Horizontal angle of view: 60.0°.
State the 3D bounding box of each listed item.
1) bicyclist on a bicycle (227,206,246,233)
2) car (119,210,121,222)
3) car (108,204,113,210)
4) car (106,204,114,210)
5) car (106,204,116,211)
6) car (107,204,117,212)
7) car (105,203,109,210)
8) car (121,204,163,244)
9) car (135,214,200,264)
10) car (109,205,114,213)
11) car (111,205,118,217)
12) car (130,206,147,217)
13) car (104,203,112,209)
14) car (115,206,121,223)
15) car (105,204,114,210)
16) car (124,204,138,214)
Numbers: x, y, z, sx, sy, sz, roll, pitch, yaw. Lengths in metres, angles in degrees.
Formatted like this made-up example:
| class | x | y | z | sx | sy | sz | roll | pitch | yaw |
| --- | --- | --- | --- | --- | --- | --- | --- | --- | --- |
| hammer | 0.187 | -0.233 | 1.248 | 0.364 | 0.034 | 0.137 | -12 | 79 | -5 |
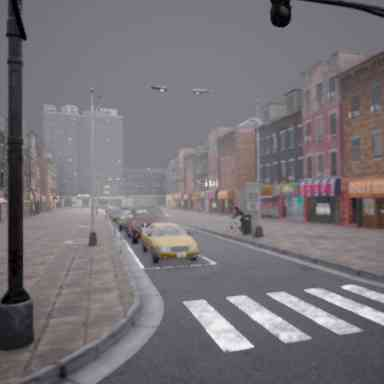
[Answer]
| class | x | y | z | sx | sy | sz | roll | pitch | yaw |
| --- | --- | --- | --- | --- | --- | --- | --- | --- | --- |
| bicyclist on a bicycle | 2.874 | 1.696 | 20.339 | 1.656 | 1.620 | 0.582 | -1 | -1 | -16 |
| car | -4.019 | 2.146 | 23.967 | 1.802 | 1.307 | 4.206 | -1 | -1 | -16 |
| car | -9.962 | 2.645 | 44.944 | 2.008 | 1.369 | 4.403 | -1 | -1 | -16 |
| car | -18.874 | 3.473 | 76.408 | 1.802 | 1.307 | 4.206 | -1 | -1 | -16 |
| car | -17.389 | 3.324 | 71.165 | 1.947 | 1.339 | 4.313 | -1 | -1 | -16 |
| car | -15.858 | 3.147 | 65.758 | 1.752 | 1.417 | 4.829 | -1 | -1 | -16 |
| car | -14.418 | 3.044 | 60.677 | 2.008 | 1.369 | 4.403 | -1 | -1 | -16 |
| car | -2.538 | 1.748 | 18.728 | 2.192 | 1.841 | 5.009 | -1 | -1 | -16 |
| car | -1.003 | 1.822 | 13.317 | 1.752 | 1.417 | 4.829 | -1 | -1 | -16 |
| car | -8.476 | 2.528 | 39.700 | 1.947 | 1.339 | 4.313 | -1 | -1 | -16 |
| car | -6.991 | 2.395 | 34.455 | 1.947 | 1.339 | 4.313 | -1 | -1 | -16 |
| car | -7.526 | 2.694 | 46.385 | 1.895 | 1.301 | 4.718 | 0 | -1 | -16 |
| car | -23.331 | 3.854 | 92.142 | 1.947 | 1.339 | 4.313 | -1 | -1 | -16 |
| car | -5.460 | 2.218 | 29.049 | 1.752 | 1.417 | 4.829 | -1 | -1 | -16 |
| car | -20.360 | 3.589 | 81.653 | 1.947 | 1.339 | 4.313 | -1 | -1 | -16 |
| car | -10.336 | 2.822 | 56.298 | 1.882 | 1.535 | 5.008 | 0 | -1 | -16 |
